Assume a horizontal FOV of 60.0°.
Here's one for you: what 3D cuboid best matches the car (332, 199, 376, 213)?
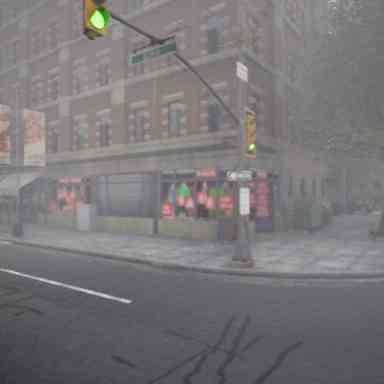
[{"bbox_3d":[17.970,1.574,37.446,4.892,1.490,1.837,-1,0,40],"label":"car"}]
